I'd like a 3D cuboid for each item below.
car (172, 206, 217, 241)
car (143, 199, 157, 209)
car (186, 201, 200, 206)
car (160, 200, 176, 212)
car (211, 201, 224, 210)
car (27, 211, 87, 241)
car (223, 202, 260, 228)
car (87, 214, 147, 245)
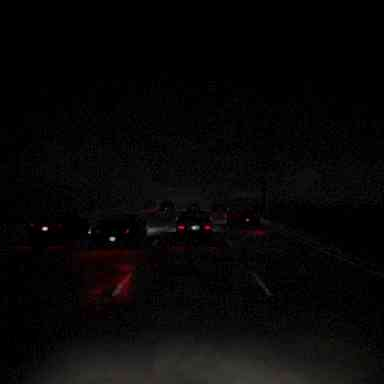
[{"bbox_3d":[0.104,1.698,17.638,2.033,1.411,5.357,0,0,0],"label":"car"},{"bbox_3d":[-6.885,1.954,54.378,2.128,1.511,4.902,0,0,0],"label":"car"},{"bbox_3d":[0.114,1.912,45.403,1.812,1.442,4.674,0,0,0],"label":"car"},{"bbox_3d":[-3.388,1.898,46.053,1.837,1.490,4.892,0,0,0],"label":"car"},{"bbox_3d":[3.613,1.903,44.420,1.812,1.442,4.674,0,0,0],"label":"car"},{"bbox_3d":[-6.896,1.715,17.622,1.994,1.385,4.181,0,0,0],"label":"car"},{"bbox_3d":[3.606,1.683,24.103,1.882,1.535,5.008,0,0,0],"label":"car"},{"bbox_3d":[-3.394,1.742,16.423,1.895,1.301,4.718,0,0,0],"label":"car"}]
